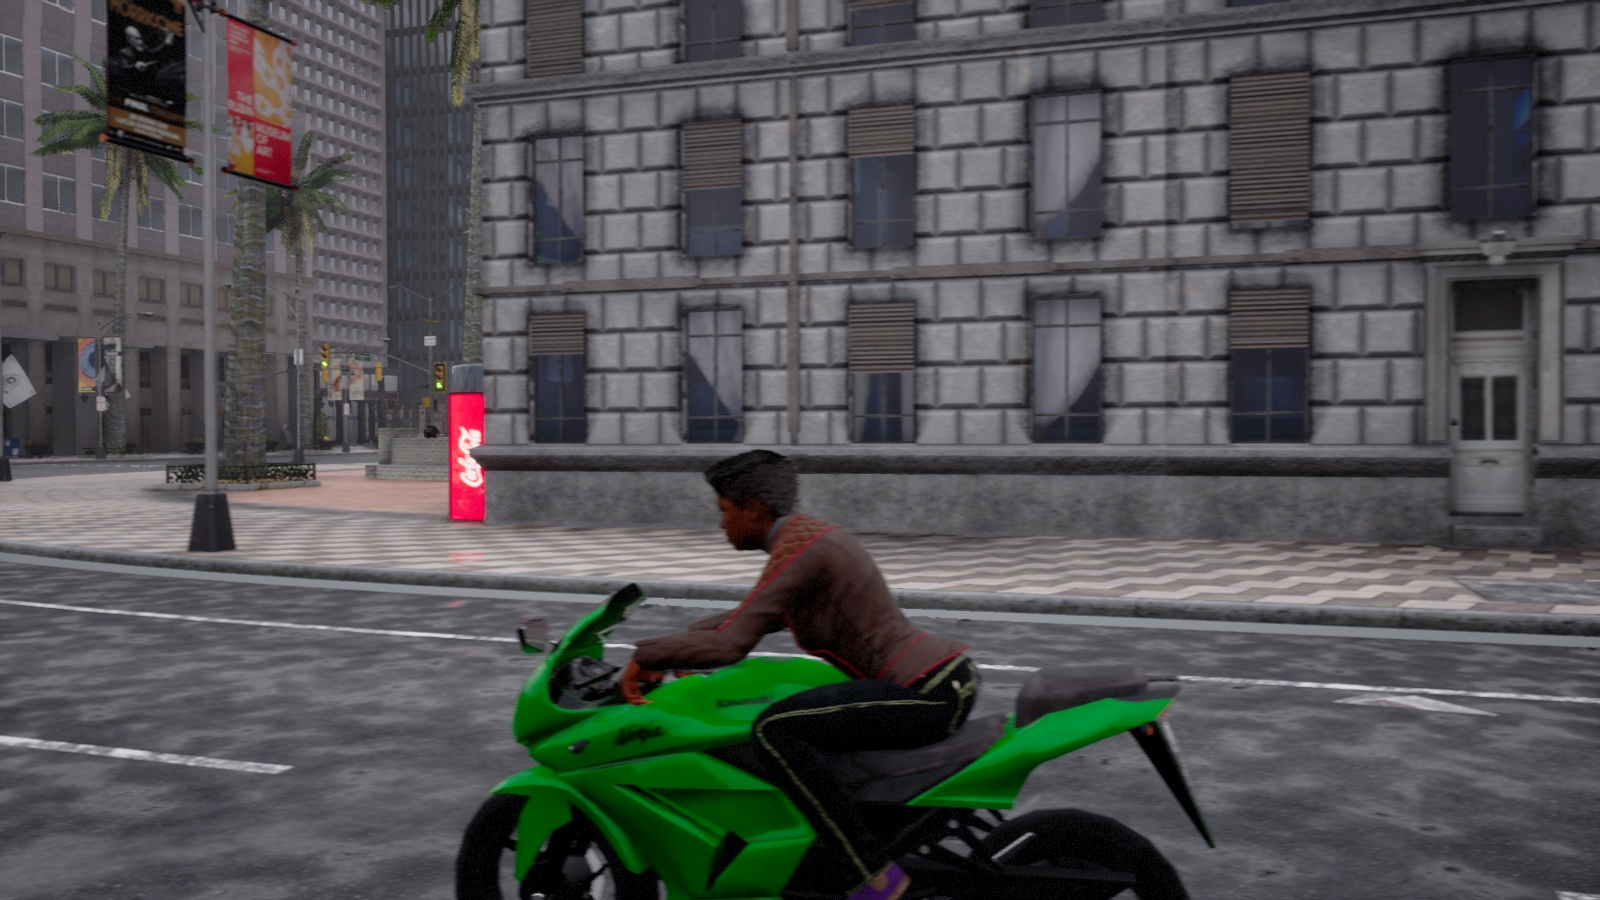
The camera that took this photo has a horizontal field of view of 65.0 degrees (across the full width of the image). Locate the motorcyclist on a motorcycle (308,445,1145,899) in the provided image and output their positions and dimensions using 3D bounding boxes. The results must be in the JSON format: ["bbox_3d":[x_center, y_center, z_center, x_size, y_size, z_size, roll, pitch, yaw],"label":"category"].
[{"bbox_3d":[-0.161,0.755,3.332,2.044,1.523,0.797,0,0,14],"label":"motorcyclist on a motorcycle"}]
